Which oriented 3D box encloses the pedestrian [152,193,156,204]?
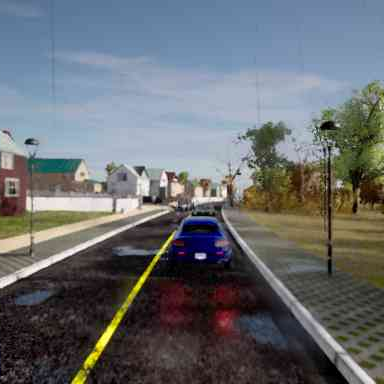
[{"bbox_3d":[-6.537,1.099,57.135,0.375,1.860,0.375,0,-4,5],"label":"pedestrian"}]

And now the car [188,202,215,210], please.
[{"bbox_3d":[0.975,1.718,27.969,1.895,1.301,4.718,0,0,3],"label":"car"}]

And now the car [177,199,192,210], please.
[{"bbox_3d":[-0.785,1.665,43.261,2.128,1.511,4.902,0,0,5],"label":"car"}]

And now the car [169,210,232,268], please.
[{"bbox_3d":[0.285,1.560,11.277,1.812,1.442,4.674,0,0,1],"label":"car"}]
